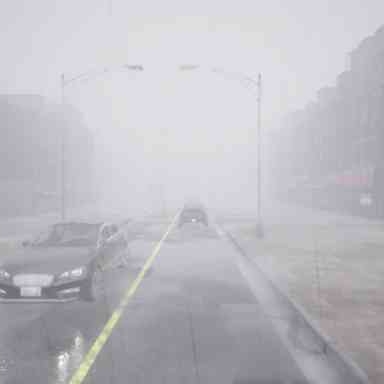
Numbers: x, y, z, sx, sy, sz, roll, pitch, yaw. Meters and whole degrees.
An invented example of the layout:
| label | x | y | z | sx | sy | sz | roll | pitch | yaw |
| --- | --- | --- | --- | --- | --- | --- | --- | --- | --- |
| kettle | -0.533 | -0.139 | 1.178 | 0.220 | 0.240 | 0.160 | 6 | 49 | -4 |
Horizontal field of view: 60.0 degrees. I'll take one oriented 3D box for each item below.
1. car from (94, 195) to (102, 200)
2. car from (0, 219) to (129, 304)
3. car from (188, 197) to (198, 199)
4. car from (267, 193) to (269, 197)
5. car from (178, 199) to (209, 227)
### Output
| label | x | y | z | sx | sy | sz | roll | pitch | yaw |
| --- | --- | --- | --- | --- | --- | --- | --- | --- | --- |
| car | -20.362 | 1.062 | 66.438 | 4.507 | 1.381 | 1.887 | -1 | 2 | 0 |
| car | -2.840 | 1.488 | 8.319 | 2.128 | 1.511 | 4.902 | 0 | 0 | 0 |
| car | 0.113 | 1.334 | 41.638 | 2.033 | 1.411 | 5.357 | 0 | 1 | 0 |
| car | 17.221 | 0.523 | 66.562 | 4.313 | 1.339 | 1.947 | -1 | 2 | 0 |
| car | 0.100 | 1.487 | 22.943 | 1.837 | 1.490 | 4.892 | 0 | 0 | 0 |
